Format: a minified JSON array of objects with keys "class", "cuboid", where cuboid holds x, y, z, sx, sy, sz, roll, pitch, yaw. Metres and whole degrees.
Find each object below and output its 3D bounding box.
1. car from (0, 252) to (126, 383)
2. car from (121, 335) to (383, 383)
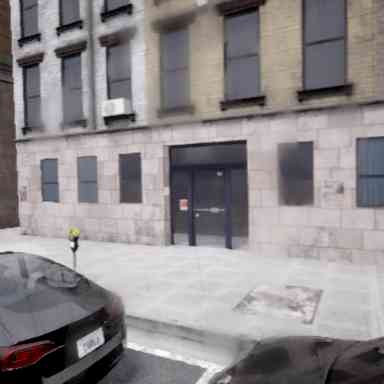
[{"class":"car","cuboid":[-2.810,1.454,4.073,4.313,1.339,1.947,0,3,27]},{"class":"car","cuboid":[2.026,1.441,1.641,4.313,1.339,1.947,0,3,27]}]
